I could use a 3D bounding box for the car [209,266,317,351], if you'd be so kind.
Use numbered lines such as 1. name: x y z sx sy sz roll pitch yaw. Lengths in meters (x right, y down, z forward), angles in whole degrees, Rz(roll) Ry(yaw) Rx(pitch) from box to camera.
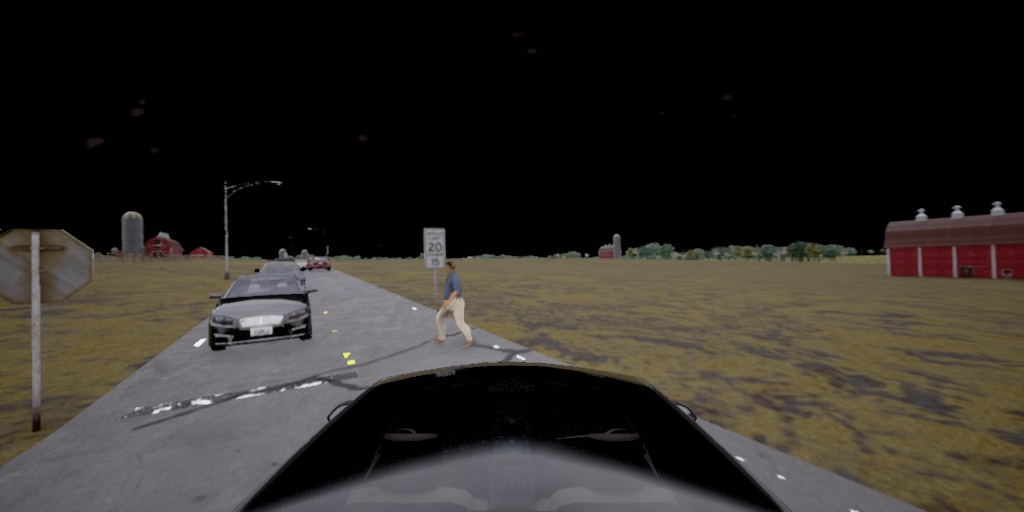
1. car: -6.241 1.203 9.194 2.128 1.511 4.902 -1 1 -31

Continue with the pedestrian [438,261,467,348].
1. pedestrian: -1.227 0.982 7.423 0.375 1.860 0.375 1 -2 -31

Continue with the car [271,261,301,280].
1. car: -18.414 1.135 29.330 1.895 1.301 4.718 -1 1 -31

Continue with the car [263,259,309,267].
1. car: -11.705 0.980 18.203 2.097 1.767 4.553 -1 1 -31

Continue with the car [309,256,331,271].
1. car: -22.003 0.773 40.925 2.097 1.767 4.553 -1 1 -31
